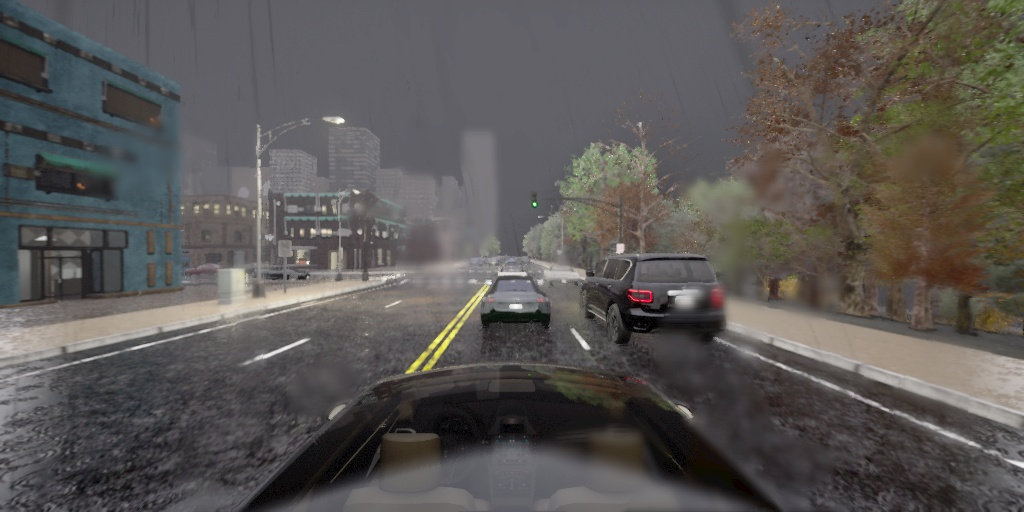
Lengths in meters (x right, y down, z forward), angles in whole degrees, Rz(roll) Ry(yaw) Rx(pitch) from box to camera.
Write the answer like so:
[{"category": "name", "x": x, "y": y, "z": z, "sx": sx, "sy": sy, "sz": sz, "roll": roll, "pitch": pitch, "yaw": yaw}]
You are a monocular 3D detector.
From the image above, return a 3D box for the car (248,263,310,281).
[{"category": "car", "x": -19.947, "y": 1.514, "z": 31.241, "sx": 4.313, "sy": 1.339, "sz": 1.948, "roll": 0, "pitch": 0, "yaw": 0}]

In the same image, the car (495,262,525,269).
[{"category": "car", "x": -0.072, "y": 1.309, "z": 24.835, "sx": 1.895, "sy": 1.301, "sz": 4.718, "roll": 0, "pitch": 0, "yaw": -3}]

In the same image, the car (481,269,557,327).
[{"category": "car", "x": 0.100, "y": 1.296, "z": 11.436, "sx": 1.994, "sy": 1.385, "sz": 4.181, "roll": 0, "pitch": 0, "yaw": 0}]

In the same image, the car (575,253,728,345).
[{"category": "car", "x": 3.350, "y": 0.956, "z": 9.625, "sx": 2.150, "sy": 2.045, "sz": 5.566, "roll": 0, "pitch": 0, "yaw": 0}]

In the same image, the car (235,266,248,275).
[{"category": "car", "x": -28.280, "y": 1.496, "z": 39.753, "sx": 4.403, "sy": 1.370, "sz": 2.007, "roll": 0, "pitch": 0, "yaw": 0}]

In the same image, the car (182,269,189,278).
[{"category": "car", "x": -34.088, "y": 1.432, "z": 33.969, "sx": 4.553, "sy": 1.767, "sz": 2.097, "roll": -1, "pitch": 1, "yaw": 0}]

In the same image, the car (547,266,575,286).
[{"category": "car", "x": 3.350, "y": 1.309, "z": 24.796, "sx": 1.895, "sy": 1.301, "sz": 4.718, "roll": 0, "pitch": 0, "yaw": 0}]

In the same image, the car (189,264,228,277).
[{"category": "car", "x": -33.815, "y": 1.591, "z": 39.760, "sx": 4.207, "sy": 1.307, "sz": 1.802, "roll": 0, "pitch": 0, "yaw": 0}]
